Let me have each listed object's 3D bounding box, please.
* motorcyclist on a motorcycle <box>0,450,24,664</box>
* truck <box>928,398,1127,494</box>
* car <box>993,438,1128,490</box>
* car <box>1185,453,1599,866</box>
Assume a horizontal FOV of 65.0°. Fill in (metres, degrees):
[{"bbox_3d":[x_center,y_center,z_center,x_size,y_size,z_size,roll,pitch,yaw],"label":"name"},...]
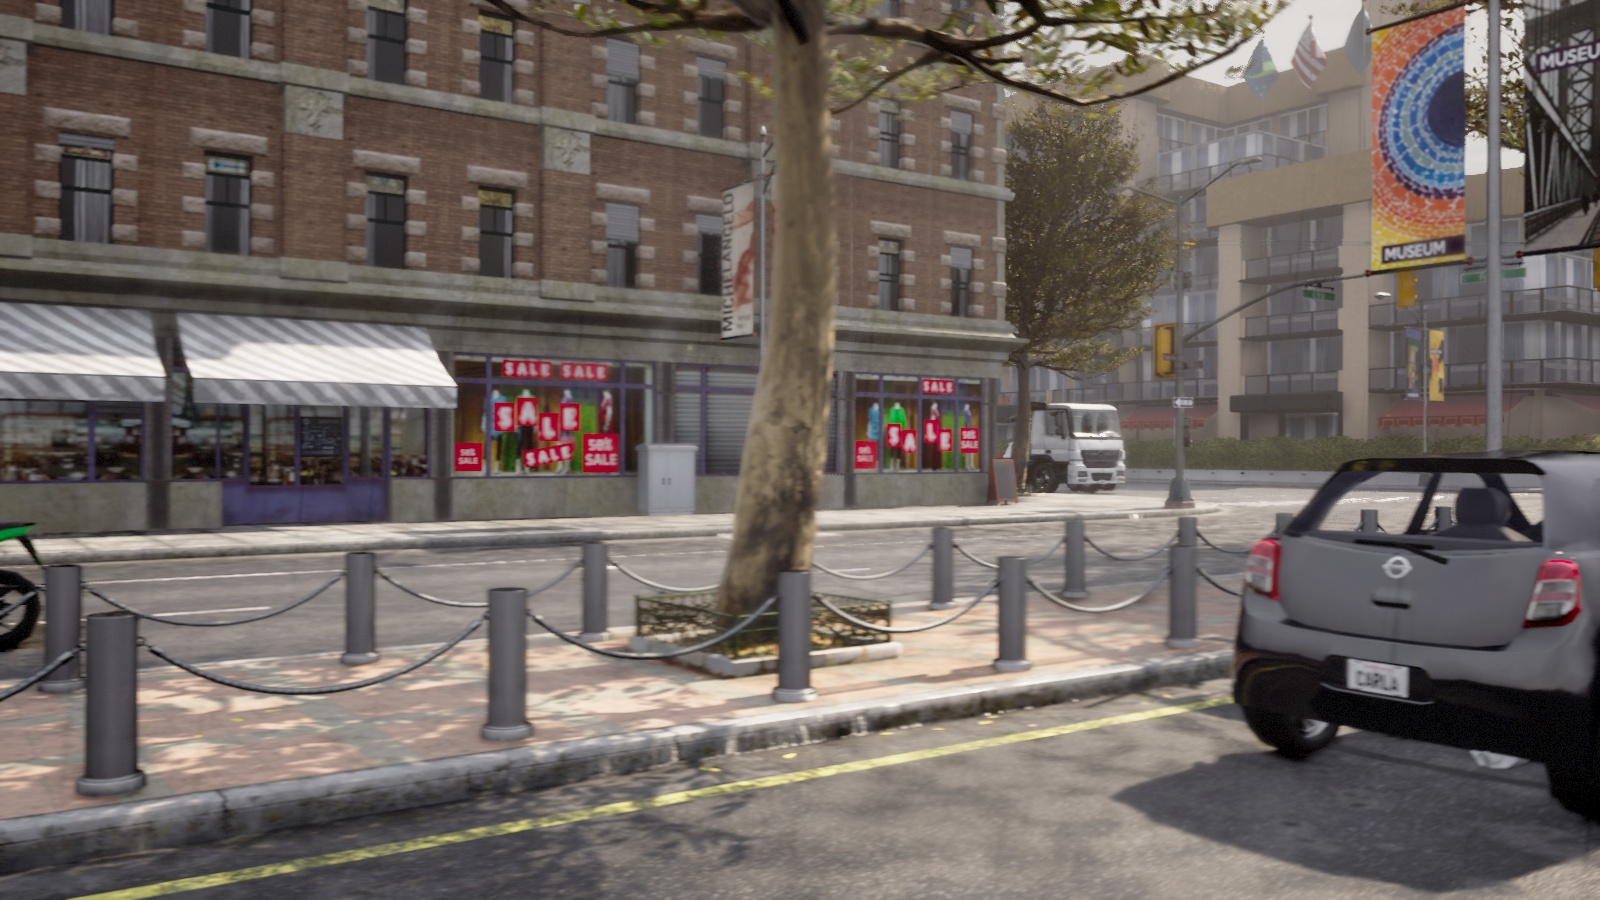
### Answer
[{"bbox_3d":[-6.648,0.762,8.778,2.044,1.523,0.797,0,0,-35],"label":"motorcyclist on a motorcycle"},{"bbox_3d":[8.709,-0.135,49.124,2.891,3.462,7.936,0,0,-35],"label":"truck"},{"bbox_3d":[10.753,0.569,52.301,2.150,2.045,5.566,0,0,-35],"label":"car"},{"bbox_3d":[3.883,0.766,6.362,3.633,1.501,1.845,0,0,-35],"label":"car"}]
